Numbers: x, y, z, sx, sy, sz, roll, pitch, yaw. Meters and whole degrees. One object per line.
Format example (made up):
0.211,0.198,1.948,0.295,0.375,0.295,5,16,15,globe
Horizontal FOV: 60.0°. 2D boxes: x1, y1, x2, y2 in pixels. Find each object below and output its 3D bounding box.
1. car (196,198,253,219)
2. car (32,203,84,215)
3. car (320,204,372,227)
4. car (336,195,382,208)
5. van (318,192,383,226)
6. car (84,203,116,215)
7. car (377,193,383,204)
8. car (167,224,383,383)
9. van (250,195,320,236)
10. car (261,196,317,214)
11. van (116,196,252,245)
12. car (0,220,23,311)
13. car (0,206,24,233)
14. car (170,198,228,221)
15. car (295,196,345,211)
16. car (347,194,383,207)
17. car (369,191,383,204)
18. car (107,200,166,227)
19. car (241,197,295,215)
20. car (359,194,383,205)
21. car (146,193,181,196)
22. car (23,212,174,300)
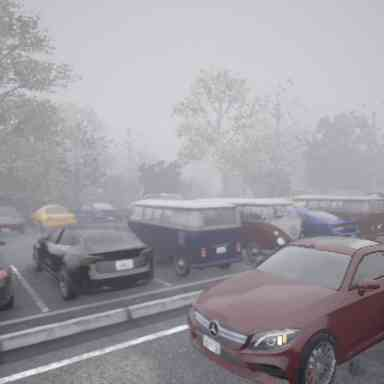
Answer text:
2.687,1.314,28.576,2.097,1.535,5.008,-1,0,-36,car
-8.711,1.472,20.653,1.946,1.575,5.366,-1,0,-36,car
4.139,1.404,13.525,2.097,1.535,5.008,-1,0,-36,car
20.758,1.085,41.474,2.002,1.452,4.674,-1,0,-36,car
6.347,1.144,15.252,1.878,1.987,4.442,-1,0,-36,van
-6.341,1.446,22.113,2.097,1.535,5.008,-1,0,-36,car
29.787,0.913,47.935,2.097,1.535,5.008,-1,0,-36,car
2.122,1.486,5.194,4.674,1.442,1.812,-1,0,-35,car
1.917,1.211,11.801,1.878,1.987,4.442,-1,0,-36,van
9.573,1.210,33.259,1.946,1.575,5.366,-1,0,-36,car
-0.498,1.240,10.363,1.878,1.987,4.442,-1,0,-36,van
-4.992,1.557,7.006,2.002,1.452,4.674,0,0,-36,car
-10.842,1.533,18.868,2.163,1.488,4.792,0,0,-36,car
0.429,1.347,26.962,2.097,1.535,5.008,-1,0,-36,car
14.000,1.175,36.614,2.163,1.488,4.792,-1,0,-36,car
23.019,1.011,43.087,2.097,1.535,5.008,-1,0,-36,car
27.513,0.820,46.342,2.185,1.767,4.553,-1,0,-36,car
-4.080,1.416,23.727,2.231,1.521,4.892,-1,0,-36,car
7.190,1.276,31.821,2.163,1.488,4.792,-1,0,-36,car
25.276,1.018,44.702,2.002,1.452,4.674,-1,0,-36,car
-1.812,1.130,25.319,2.435,2.045,5.566,-1,0,-36,car
-2.725,1.524,8.664,2.163,1.488,4.792,-1,0,-36,car
